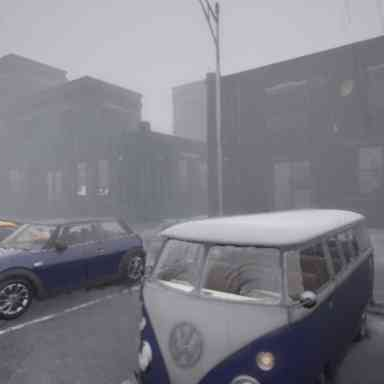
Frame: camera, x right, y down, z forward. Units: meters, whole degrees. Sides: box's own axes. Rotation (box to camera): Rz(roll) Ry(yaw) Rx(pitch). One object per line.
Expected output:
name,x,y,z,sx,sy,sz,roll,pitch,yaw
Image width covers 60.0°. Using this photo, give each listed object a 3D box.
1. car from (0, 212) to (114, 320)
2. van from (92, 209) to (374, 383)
car,-3.200,1.407,7.682,2.185,1.767,4.553,0,0,36
van,1.137,1.268,4.402,1.878,1.987,4.442,-1,0,36
